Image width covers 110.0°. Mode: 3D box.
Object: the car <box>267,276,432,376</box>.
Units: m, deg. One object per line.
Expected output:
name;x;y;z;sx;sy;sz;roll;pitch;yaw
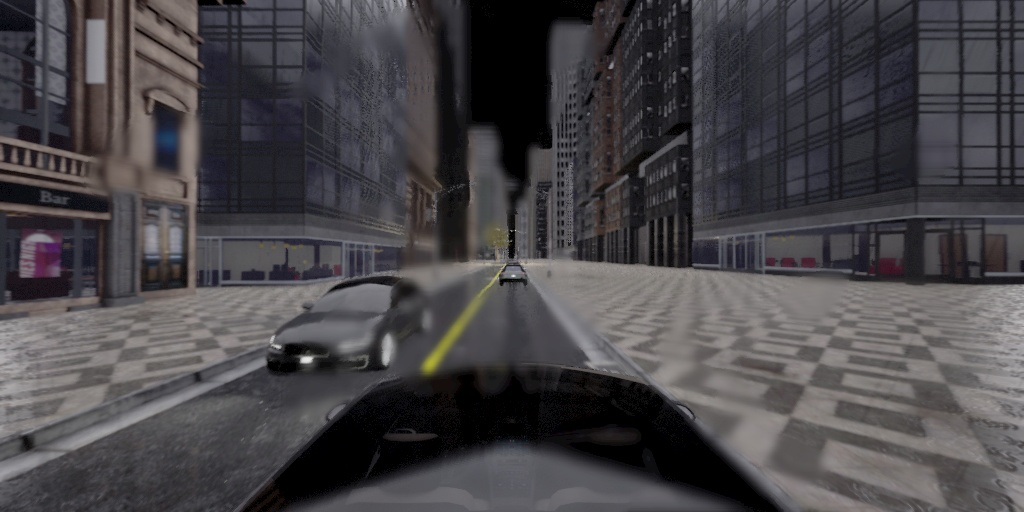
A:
car;-3.069;1.250;7.807;1.837;1.490;4.892;0;2;0

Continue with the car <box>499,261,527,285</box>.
car;0.097;1.310;26.238;1.994;1.385;4.181;0;0;0
